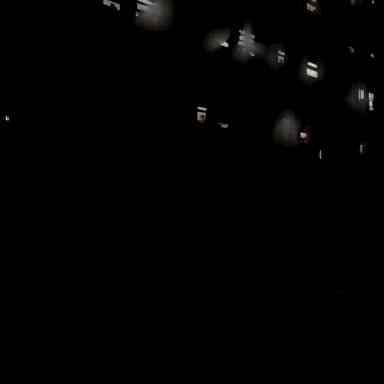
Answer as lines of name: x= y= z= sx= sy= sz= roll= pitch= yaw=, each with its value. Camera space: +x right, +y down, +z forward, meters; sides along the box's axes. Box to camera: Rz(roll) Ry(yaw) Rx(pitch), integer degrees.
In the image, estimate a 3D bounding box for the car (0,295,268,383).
car: x=-1.899 y=1.547 z=2.019 sx=5.357 sy=1.411 sz=2.033 roll=0 pitch=0 yaw=-36
